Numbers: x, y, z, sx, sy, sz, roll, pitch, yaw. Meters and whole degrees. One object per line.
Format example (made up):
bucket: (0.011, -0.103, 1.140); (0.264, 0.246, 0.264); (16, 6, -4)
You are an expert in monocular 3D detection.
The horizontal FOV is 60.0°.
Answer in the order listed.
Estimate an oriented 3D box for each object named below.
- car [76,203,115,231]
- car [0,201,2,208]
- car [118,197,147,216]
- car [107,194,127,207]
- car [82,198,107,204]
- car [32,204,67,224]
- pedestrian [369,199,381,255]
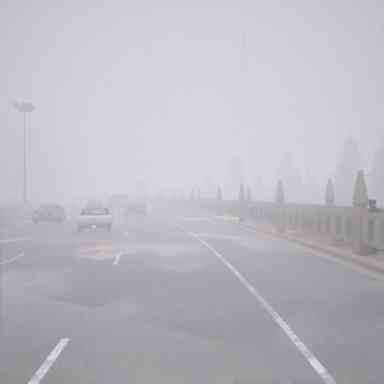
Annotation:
car: (-5.983, 1.621, 20.788); (1.895, 1.301, 4.718); (0, 0, -12)
car: (-28.372, 1.726, 47.375); (1.994, 1.385, 4.181); (0, 0, -32)
car: (-5.743, 1.514, 32.708); (1.882, 1.535, 5.008); (0, 0, -18)
car: (-9.559, 1.284, 42.489); (2.150, 2.045, 5.566); (0, 0, -25)
car: (-10.651, 1.562, 35.850); (1.837, 1.490, 4.892); (0, 0, -21)
car: (-10.606, 1.584, 24.948); (2.033, 1.411, 5.357); (0, 0, -15)
pedestrian: (6.041, 1.138, 11.142); (0.375, 1.860, 0.375); (-1, 1, -7)
